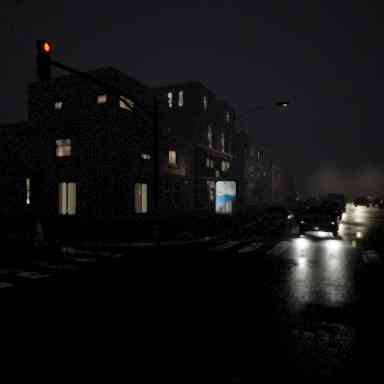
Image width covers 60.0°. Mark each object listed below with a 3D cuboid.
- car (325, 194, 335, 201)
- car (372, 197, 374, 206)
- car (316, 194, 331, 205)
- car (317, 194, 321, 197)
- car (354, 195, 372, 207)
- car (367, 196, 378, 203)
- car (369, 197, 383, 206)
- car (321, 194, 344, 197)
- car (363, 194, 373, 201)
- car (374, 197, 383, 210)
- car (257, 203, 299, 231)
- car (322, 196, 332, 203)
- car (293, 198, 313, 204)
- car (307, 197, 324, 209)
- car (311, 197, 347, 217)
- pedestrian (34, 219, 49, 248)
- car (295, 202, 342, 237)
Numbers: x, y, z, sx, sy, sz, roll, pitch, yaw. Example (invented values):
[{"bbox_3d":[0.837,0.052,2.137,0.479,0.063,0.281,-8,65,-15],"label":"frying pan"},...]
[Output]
[{"bbox_3d":[33.306,1.413,80.391,1.967,1.590,4.097,0,0,25],"label":"car"},{"bbox_3d":[29.179,1.417,51.820,1.967,1.590,4.097,0,0,25],"label":"car"},{"bbox_3d":[23.938,1.288,60.389,2.192,1.841,5.009,0,0,25],"label":"car"},{"bbox_3d":[14.569,1.419,40.385,1.967,1.590,4.097,0,0,25],"label":"car"},{"bbox_3d":[25.803,1.454,50.731,1.882,1.535,5.008,0,0,25],"label":"car"},{"bbox_3d":[36.204,1.556,66.822,1.802,1.307,4.206,0,0,25],"label":"car"},{"bbox_3d":[31.521,1.526,56.822,2.008,1.369,4.403,0,0,25],"label":"car"},{"bbox_3d":[16.135,1.202,37.396,2.150,2.045,5.566,0,0,25],"label":"car"},{"bbox_3d":[43.231,1.416,81.824,1.967,1.590,4.097,0,0,25],"label":"car"},{"bbox_3d":[24.494,1.530,41.820,2.008,1.369,4.403,0,0,25],"label":"car"},{"bbox_3d":[5.200,1.570,20.383,1.802,1.307,4.206,0,0,25],"label":"car"},{"bbox_3d":[28.549,1.497,70.236,1.752,1.417,4.829,0,0,25],"label":"car"},{"bbox_3d":[9.884,1.534,30.384,2.008,1.369,4.403,0,0,25],"label":"car"},{"bbox_3d":[16.839,1.502,45.233,1.752,1.417,4.829,0,0,25],"label":"car"},{"bbox_3d":[11.556,1.476,27.775,2.128,1.511,4.902,0,0,25],"label":"car"},{"bbox_3d":[-5.910,1.540,12.940,0.375,1.300,0.375,0,-1,26],"label":"pedestrian"},{"bbox_3d":[7.126,1.515,18.418,1.812,1.442,4.674,0,0,26],"label":"car"}]
